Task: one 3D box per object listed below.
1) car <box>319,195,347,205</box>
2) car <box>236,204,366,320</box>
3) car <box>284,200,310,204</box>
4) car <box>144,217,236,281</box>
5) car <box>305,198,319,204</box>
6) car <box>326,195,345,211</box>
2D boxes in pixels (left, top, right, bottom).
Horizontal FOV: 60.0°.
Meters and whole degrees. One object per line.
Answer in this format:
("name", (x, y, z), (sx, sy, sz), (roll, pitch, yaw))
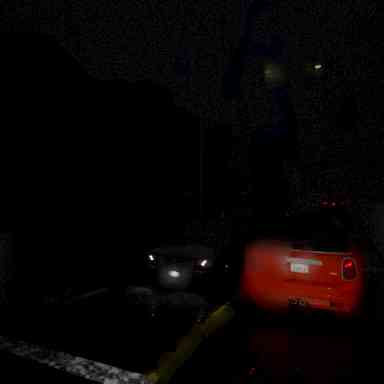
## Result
("car", (14.971, 1.313, 34.926), (2.150, 2.045, 5.566), (1, 0, 25))
("car", (2.734, 1.335, 7.711), (2.097, 1.767, 4.553), (1, 0, 24))
("car", (7.647, 1.544, 25.641), (1.994, 1.385, 4.181), (1, 0, 24))
("car", (0.676, 1.496, 10.097), (2.033, 1.411, 5.357), (1, 0, 24))
("car", (14.628, 1.519, 40.994), (1.837, 1.490, 4.892), (1, 0, 24))
("car", (19.214, 1.390, 44.500), (2.150, 2.045, 5.566), (1, 0, 24))
